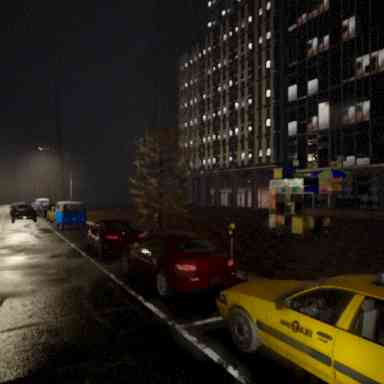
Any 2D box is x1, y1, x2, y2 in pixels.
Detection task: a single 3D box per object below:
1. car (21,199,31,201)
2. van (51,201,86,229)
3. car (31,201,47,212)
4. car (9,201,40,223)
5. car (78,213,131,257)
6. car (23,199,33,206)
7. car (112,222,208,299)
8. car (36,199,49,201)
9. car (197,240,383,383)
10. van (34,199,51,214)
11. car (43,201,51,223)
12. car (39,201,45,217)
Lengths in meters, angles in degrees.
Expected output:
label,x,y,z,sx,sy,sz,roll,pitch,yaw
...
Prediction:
label,x,y,z,sx,sy,sz,roll,pitch,yaw
car,-19.459,1.871,37.656,2.128,1.511,4.902,0,-1,-29
van,-8.500,1.561,23.131,1.690,1.788,3.998,0,0,-29
car,-21.892,2.003,47.492,1.752,1.417,4.829,0,0,-29
car,-14.345,1.786,28.378,1.837,1.490,4.892,0,0,-28
car,-3.174,1.706,13.443,1.802,1.307,4.206,0,0,-29
car,-37.783,2.348,76.401,1.887,1.381,4.507,0,0,-29
car,-0.512,1.658,8.601,1.802,1.307,4.206,0,0,-29
car,-16.486,1.812,37.658,1.967,1.590,4.097,0,0,-29
car,2.069,1.556,3.907,1.752,1.417,4.829,0,0,-29
van,-19.150,1.765,42.503,1.690,1.788,3.998,0,0,-29
car,-11.242,1.797,28.121,1.752,1.417,4.829,0,0,-29
car,-13.823,1.886,32.815,1.947,1.339,4.313,0,0,-29
